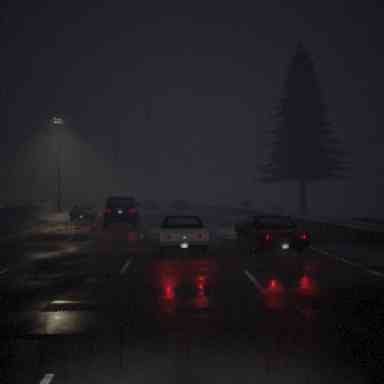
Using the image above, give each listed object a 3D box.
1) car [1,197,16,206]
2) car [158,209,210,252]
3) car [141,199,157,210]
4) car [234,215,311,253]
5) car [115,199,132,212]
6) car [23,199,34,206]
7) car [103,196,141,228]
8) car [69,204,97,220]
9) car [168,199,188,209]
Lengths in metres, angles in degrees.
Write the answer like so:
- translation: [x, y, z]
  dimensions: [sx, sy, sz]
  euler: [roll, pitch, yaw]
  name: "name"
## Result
- translation: [-35.086, 1.780, 63.701]
  dimensions: [2.097, 1.767, 4.553]
  euler: [0, 0, -24]
  name: "car"
- translation: [-0.462, 1.641, 14.154]
  dimensions: [1.895, 1.301, 4.718]
  euler: [0, 0, -5]
  name: "car"
- translation: [-5.944, 1.689, 45.214]
  dimensions: [1.812, 1.442, 4.674]
  euler: [0, 0, -16]
  name: "car"
- translation: [3.076, 1.610, 13.807]
  dimensions: [1.895, 1.301, 4.718]
  euler: [0, 0, -5]
  name: "car"
- translation: [-8.895, 1.689, 42.708]
  dimensions: [1.837, 1.490, 4.892]
  euler: [0, 0, -15]
  name: "car"
- translation: [-31.354, 1.966, 63.950]
  dimensions: [2.033, 1.411, 5.357]
  euler: [0, 0, -24]
  name: "car"
- translation: [-4.873, 1.323, 23.273]
  dimensions: [2.150, 2.045, 5.566]
  euler: [0, 0, -9]
  name: "car"
- translation: [-9.575, 1.757, 29.669]
  dimensions: [1.895, 1.301, 4.718]
  euler: [0, 0, -11]
  name: "car"
- translation: [-1.889, 1.617, 43.494]
  dimensions: [2.128, 1.511, 4.902]
  euler: [0, 0, -15]
  name: "car"
